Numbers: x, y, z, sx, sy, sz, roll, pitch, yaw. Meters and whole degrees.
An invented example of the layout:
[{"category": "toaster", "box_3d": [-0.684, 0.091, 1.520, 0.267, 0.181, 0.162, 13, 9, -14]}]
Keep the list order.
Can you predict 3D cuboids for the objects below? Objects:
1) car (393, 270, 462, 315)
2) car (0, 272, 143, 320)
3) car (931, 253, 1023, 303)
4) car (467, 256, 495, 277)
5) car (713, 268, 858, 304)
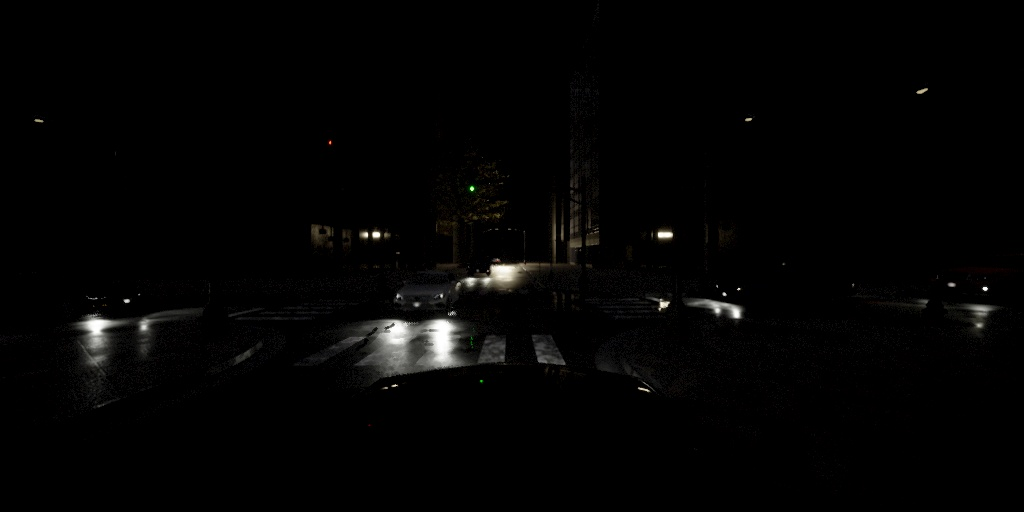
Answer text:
[{"category": "car", "box_3d": [-3.049, 1.277, 13.788, 1.812, 1.442, 4.674, 0, 0, 0]}, {"category": "car", "box_3d": [-15.493, 1.289, 12.155, 4.892, 1.490, 1.837, 0, 0, 0]}, {"category": "car", "box_3d": [21.764, 0.884, 15.502, 5.566, 2.045, 2.150, 0, 0, 0]}, {"category": "car", "box_3d": [-3.146, 0.979, 35.700, 2.150, 2.045, 5.566, 0, 0, 0]}, {"category": "car", "box_3d": [11.718, 1.238, 15.477, 5.357, 1.411, 2.033, 0, 0, -4]}]
